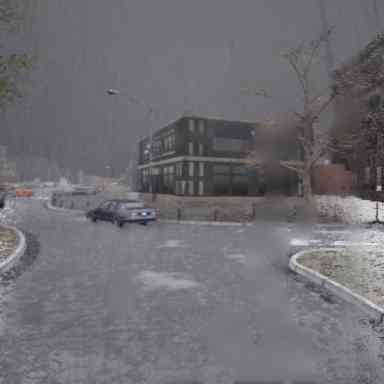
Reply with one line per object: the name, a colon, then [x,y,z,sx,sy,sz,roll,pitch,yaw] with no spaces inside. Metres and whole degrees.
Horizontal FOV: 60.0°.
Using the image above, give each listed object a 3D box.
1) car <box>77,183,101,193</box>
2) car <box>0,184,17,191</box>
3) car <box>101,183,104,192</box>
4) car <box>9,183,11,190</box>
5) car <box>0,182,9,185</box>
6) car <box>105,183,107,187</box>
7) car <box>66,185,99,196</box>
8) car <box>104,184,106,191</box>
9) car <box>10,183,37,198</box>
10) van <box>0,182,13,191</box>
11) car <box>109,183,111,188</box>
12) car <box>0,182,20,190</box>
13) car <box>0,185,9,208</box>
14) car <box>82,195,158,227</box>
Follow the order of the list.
car: [-19.398,-0.289,60.468,4.553,1.767,2.185,1,2,-12]
car: [-43.520,-1.139,77.079,5.008,1.535,2.097,1,2,-12]
car: [-21.106,-0.563,68.631,4.553,1.767,2.185,1,2,-12]
car: [-42.200,-0.952,71.724,5.366,1.575,1.946,1,2,-12]
car: [-41.838,-1.108,68.975,5.566,2.045,2.435,1,2,-12]
car: [-22.811,-0.979,76.782,5.566,2.045,2.435,1,2,-12]
car: [-18.348,0.024,55.142,4.792,1.488,2.163,1,1,-12]
car: [-21.738,-0.539,71.468,5.008,1.535,2.097,1,2,-12]
car: [-24.607,-0.091,48.964,2.097,1.767,4.553,1,1,-14]
van: [-42.829,-1.270,74.400,4.442,1.987,1.878,1,2,-12]
car: [-25.656,-1.453,90.376,5.566,2.045,2.435,1,2,-12]
car: [-44.109,-1.358,79.767,4.553,1.767,2.185,1,2,-12]
car: [-18.228,0.465,30.364,2.097,1.767,4.553,0,1,-26]
car: [-4.165,1.116,19.014,2.033,1.411,5.357,0,1,-43]
